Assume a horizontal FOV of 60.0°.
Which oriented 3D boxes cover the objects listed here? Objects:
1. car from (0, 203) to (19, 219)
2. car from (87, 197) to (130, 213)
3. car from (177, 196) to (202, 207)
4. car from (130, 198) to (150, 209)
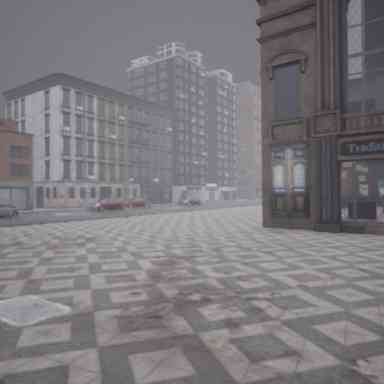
[{"bbox_3d":[-17.151,1.648,28.355,1.994,1.385,4.181,-1,0,35],"label":"car"},{"bbox_3d":[-9.915,1.411,38.498,2.097,1.767,4.553,-1,0,36],"label":"car"},{"bbox_3d":[-0.410,1.376,51.745,2.097,1.767,4.553,-1,0,36],"label":"car"},{"bbox_3d":[-8.029,1.558,46.722,1.882,1.535,5.008,-1,0,36],"label":"car"}]
